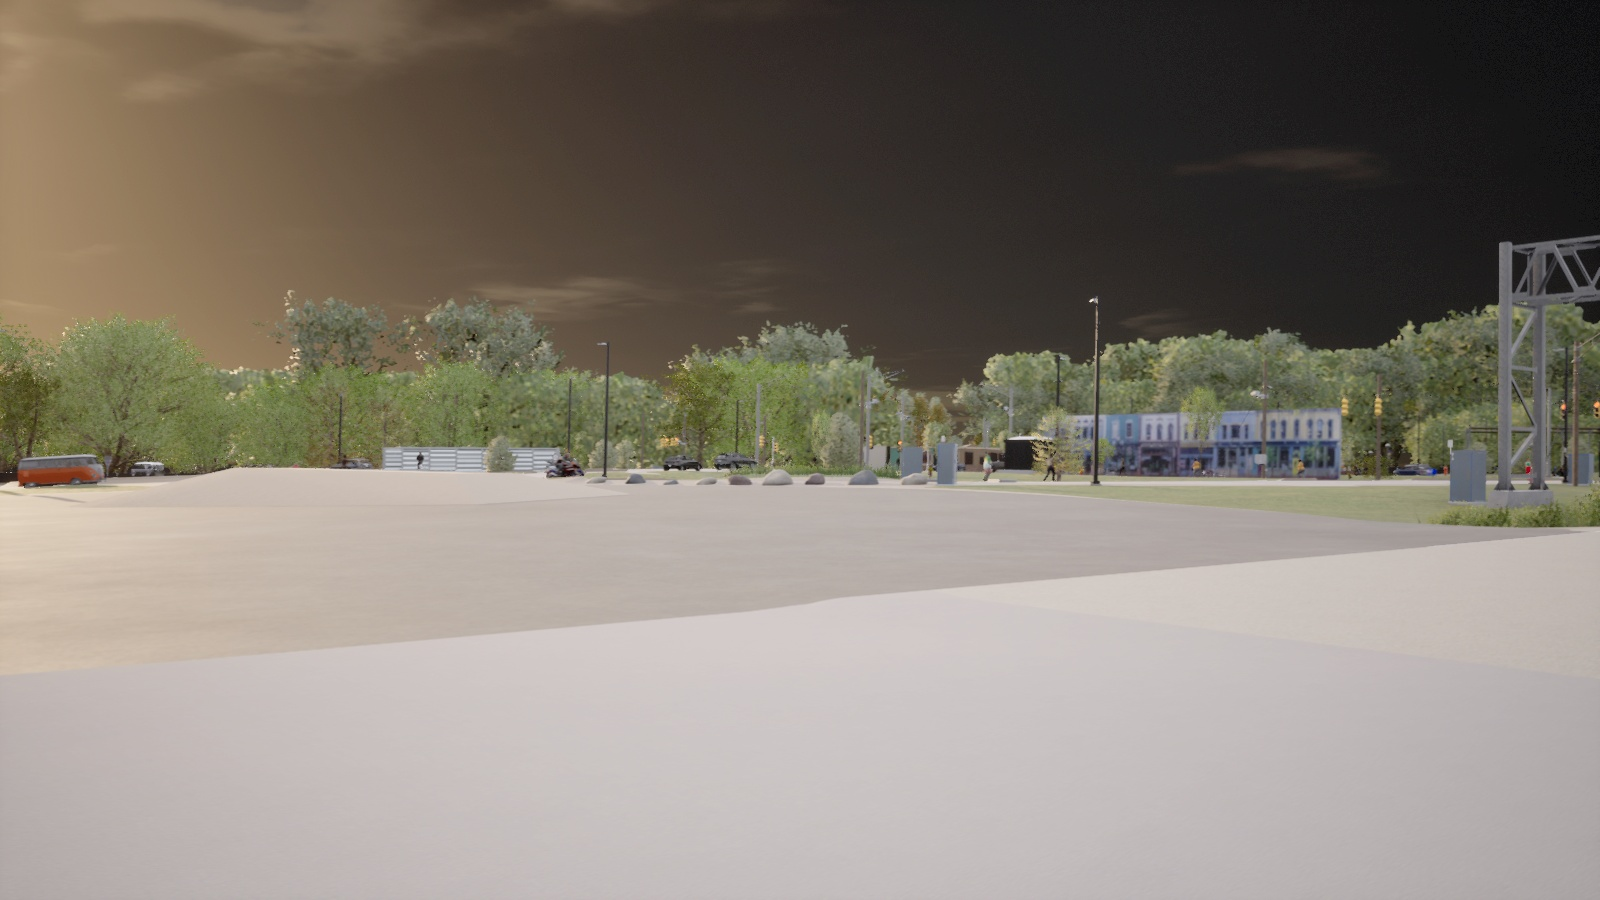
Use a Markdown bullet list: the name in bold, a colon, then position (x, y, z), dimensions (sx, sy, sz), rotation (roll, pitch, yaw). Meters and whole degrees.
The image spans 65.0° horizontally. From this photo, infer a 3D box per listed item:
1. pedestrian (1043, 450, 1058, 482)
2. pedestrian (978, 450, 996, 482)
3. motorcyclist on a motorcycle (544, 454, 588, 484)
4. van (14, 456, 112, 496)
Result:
- **pedestrian**: position (15.420, 0.970, 77.258), dimensions (0.788, 1.949, 0.423), rotation (2, -1, -23)
- **pedestrian**: position (11.716, 1.001, 78.572), dimensions (0.873, 1.952, 0.659), rotation (1, -1, -17)
- **motorcyclist on a motorcycle**: position (-12.723, 1.036, 68.373), dimensions (2.191, 1.530, 0.866), rotation (-2, -1, 13)
- **van**: position (-42.267, 1.500, 72.096), dimensions (4.442, 1.987, 1.775), rotation (-3, -1, -1)
